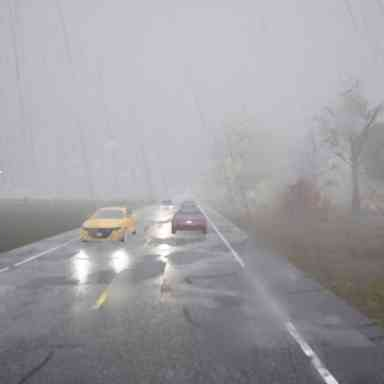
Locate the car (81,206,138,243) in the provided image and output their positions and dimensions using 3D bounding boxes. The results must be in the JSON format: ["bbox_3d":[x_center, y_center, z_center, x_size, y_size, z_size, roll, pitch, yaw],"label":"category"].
[{"bbox_3d":[-3.841,1.476,16.200,1.882,1.535,5.008,0,0,-1],"label":"car"}]

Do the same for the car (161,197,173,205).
[{"bbox_3d":[-4.267,1.592,57.382,1.895,1.301,4.718,0,0,0],"label":"car"}]

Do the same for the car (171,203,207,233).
[{"bbox_3d":[-0.183,1.560,19.589,1.994,1.385,4.181,0,0,-1],"label":"car"}]

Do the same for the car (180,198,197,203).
[{"bbox_3d":[-0.436,1.483,41.457,2.128,1.511,4.902,0,0,-1],"label":"car"}]
